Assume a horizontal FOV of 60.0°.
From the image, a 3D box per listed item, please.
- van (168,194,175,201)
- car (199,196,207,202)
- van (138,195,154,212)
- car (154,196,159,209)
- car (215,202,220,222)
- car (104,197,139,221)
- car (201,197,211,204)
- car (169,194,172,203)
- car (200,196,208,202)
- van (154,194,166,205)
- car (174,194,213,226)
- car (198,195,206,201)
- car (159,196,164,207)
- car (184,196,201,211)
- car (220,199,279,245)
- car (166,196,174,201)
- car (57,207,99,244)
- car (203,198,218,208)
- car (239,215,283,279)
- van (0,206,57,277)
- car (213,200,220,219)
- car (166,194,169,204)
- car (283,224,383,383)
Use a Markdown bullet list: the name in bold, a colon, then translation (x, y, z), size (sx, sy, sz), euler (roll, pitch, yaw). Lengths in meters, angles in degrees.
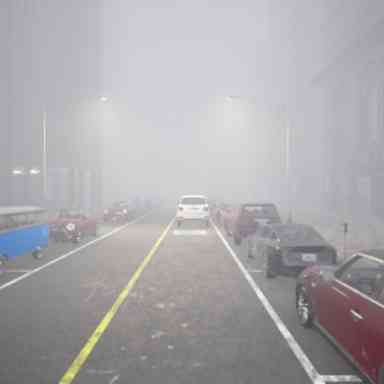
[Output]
- **van**: translation (-5.791, 1.489, 94.460), size (1.690, 1.788, 3.998), euler (0, 0, 0)
- **car**: translation (2.738, 1.705, 83.194), size (1.802, 1.307, 4.206), euler (0, 0, 0)
- **van**: translation (-5.776, 1.389, 38.093), size (1.690, 1.788, 3.998), euler (0, 0, 0)
- **car**: translation (-5.776, 1.581, 43.560), size (1.752, 1.417, 4.829), euler (0, 0, 0)
- **car**: translation (2.755, 1.571, 21.194), size (1.887, 1.381, 4.507), euler (0, 0, 0)
- **car**: translation (-5.772, 1.474, 26.820), size (1.967, 1.590, 4.097), euler (0, 0, 0)
- **car**: translation (2.743, 1.675, 66.284), size (1.802, 1.307, 4.206), euler (0, 0, 0)
- **car**: translation (-5.783, 1.408, 66.276), size (2.192, 1.841, 5.009), euler (0, 0, 0)
- **car**: translation (2.740, 1.695, 77.557), size (1.802, 1.307, 4.206), euler (0, 0, 0)
- **van**: translation (-5.780, 1.415, 55.003), size (1.690, 1.788, 3.998), euler (0, 0, 0)
- **car**: translation (0.094, 1.253, 23.799), size (2.150, 2.045, 5.566), euler (0, 0, 0)
- **car**: translation (2.736, 1.575, 88.830), size (1.967, 1.590, 4.097), euler (0, 0, 0)
- **car**: translation (-5.778, 1.616, 49.366), size (2.008, 1.369, 4.403), euler (0, 0, 0)
- **car**: translation (0.088, 1.407, 42.580), size (2.097, 1.767, 4.553), euler (0, 0, 0)
- **car**: translation (2.755, 1.334, 15.558), size (2.192, 1.841, 5.009), euler (0, 0, 0)
- **car**: translation (-5.788, 1.717, 88.823), size (1.802, 1.307, 4.206), euler (0, 0, 0)
- **car**: translation (-5.769, 1.460, 15.546), size (1.967, 1.590, 4.097), euler (0, 0, 0)
- **car**: translation (2.747, 1.630, 49.375), size (1.947, 1.339, 4.313), euler (0, 0, 0)
- **car**: translation (2.758, 1.578, 9.921), size (1.947, 1.339, 4.313), euler (0, 0, 0)
- **van**: translation (-5.768, 1.354, 9.910), size (1.690, 1.788, 3.998), euler (0, 0, 0)
- **car**: translation (2.753, 1.599, 26.830), size (1.947, 1.339, 4.313), euler (0, 0, 0)
- **car**: translation (-5.781, 1.524, 60.639), size (1.967, 1.590, 4.097), euler (0, 0, 0)
- **car**: translation (2.759, 1.446, 4.285), size (1.967, 1.590, 4.097), euler (0, 0, 0)
